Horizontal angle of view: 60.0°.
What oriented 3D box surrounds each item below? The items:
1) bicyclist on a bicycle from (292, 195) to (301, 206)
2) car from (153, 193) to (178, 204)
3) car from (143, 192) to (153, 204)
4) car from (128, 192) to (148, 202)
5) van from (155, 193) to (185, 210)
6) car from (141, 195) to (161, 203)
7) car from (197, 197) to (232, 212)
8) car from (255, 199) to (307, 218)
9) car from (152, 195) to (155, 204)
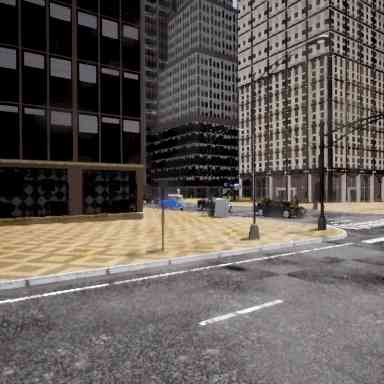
[{"bbox_3d":[12.025,1.129,38.468,1.656,1.620,0.582,-1,1,-34],"label":"bicyclist on a bicycle"},{"bbox_3d":[-4.722,1.045,58.007,2.192,1.841,5.009,0,0,-34],"label":"car"},{"bbox_3d":[-6.398,1.261,55.767,1.837,1.490,4.892,-1,1,-34],"label":"car"},{"bbox_3d":[-10.924,0.992,67.187,2.192,1.841,5.009,0,0,-34],"label":"car"},{"bbox_3d":[-2.363,1.217,39.546,1.690,1.788,3.998,0,0,-34],"label":"van"},{"bbox_3d":[-7.823,1.248,62.598,1.887,1.381,4.507,0,0,-34],"label":"car"},{"bbox_3d":[2.445,1.370,37.049,2.128,1.511,4.902,-1,1,-34],"label":"car"},{"bbox_3d":[7.719,1.427,29.240,1.837,1.490,4.892,-1,1,-34],"label":"car"},{"bbox_3d":[-3.205,1.356,45.427,1.812,1.442,4.674,-1,1,-34],"label":"car"}]
